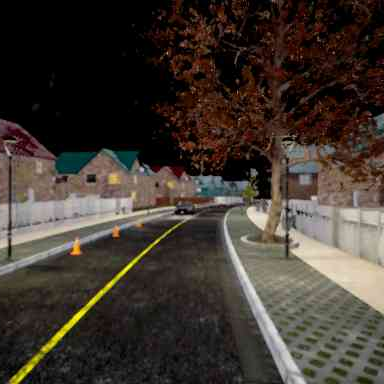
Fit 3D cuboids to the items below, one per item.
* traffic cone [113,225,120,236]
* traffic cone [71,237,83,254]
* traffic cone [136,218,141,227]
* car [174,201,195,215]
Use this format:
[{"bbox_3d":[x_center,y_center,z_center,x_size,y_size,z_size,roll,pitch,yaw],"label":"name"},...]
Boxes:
[{"bbox_3d":[-3.990,2.013,17.447,0.340,0.580,0.340,0,0,4],"label":"traffic cone"},{"bbox_3d":[-4.295,1.988,12.407,0.340,0.580,0.340,0,0,3],"label":"traffic cone"},{"bbox_3d":[-3.588,2.043,22.481,0.340,0.580,0.340,0,0,5],"label":"traffic cone"},{"bbox_3d":[-0.704,1.760,37.165,2.033,1.411,5.357,0,-1,7],"label":"car"}]
